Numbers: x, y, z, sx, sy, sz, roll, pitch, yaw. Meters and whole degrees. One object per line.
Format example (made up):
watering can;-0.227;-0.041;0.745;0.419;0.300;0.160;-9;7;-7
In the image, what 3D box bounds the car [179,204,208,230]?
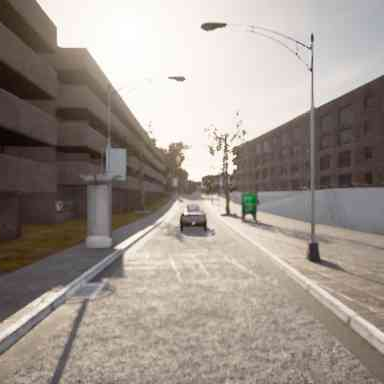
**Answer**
car;0.101;1.853;23.698;2.128;1.511;4.902;0;-1;0
